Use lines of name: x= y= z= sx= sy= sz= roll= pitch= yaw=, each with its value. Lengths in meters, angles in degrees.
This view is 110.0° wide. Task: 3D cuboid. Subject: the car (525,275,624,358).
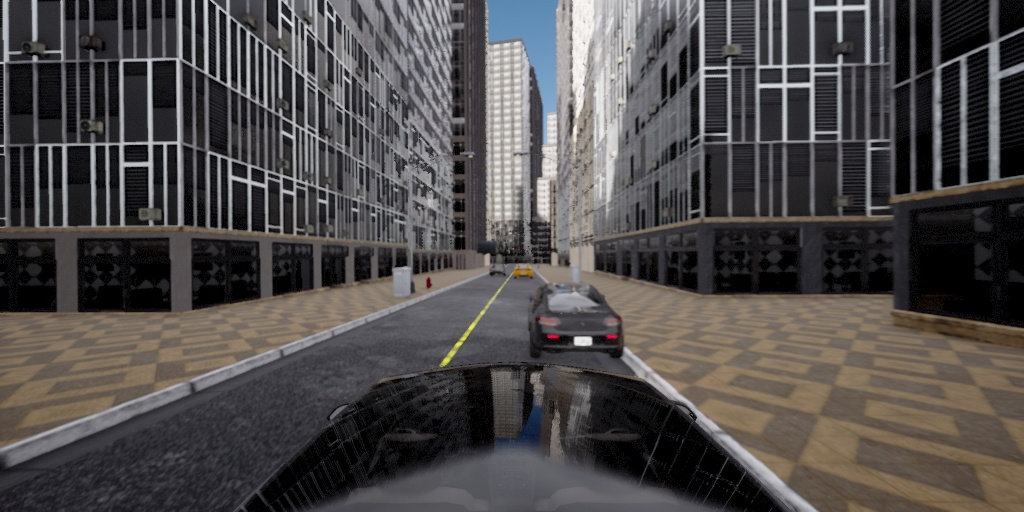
car: x=1.302 y=1.339 z=8.534 sx=1.812 sy=1.442 sz=4.674 roll=0 pitch=-1 yaw=2

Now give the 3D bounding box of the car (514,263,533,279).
car: x=1.212 y=1.608 z=38.202 sx=1.882 sy=1.535 sz=5.008 roll=0 pitch=-1 yaw=2

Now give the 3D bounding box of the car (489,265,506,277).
car: x=-1.701 y=1.755 z=43.808 sx=2.033 sy=1.411 sz=5.357 roll=0 pitch=-1 yaw=2
